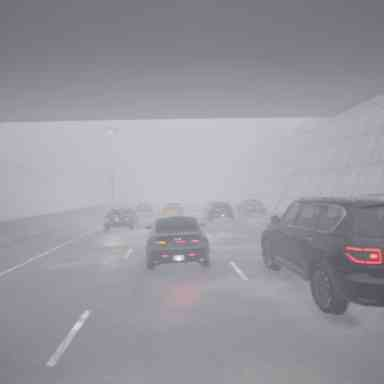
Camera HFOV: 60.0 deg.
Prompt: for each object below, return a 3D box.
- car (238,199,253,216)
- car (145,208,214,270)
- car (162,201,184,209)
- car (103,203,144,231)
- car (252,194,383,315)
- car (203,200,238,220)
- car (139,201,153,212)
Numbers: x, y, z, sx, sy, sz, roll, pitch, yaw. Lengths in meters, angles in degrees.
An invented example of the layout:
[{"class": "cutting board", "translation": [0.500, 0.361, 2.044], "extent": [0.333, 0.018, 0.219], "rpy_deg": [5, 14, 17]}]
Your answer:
[{"class": "car", "translation": [5.301, 1.335, 30.088], "extent": [2.033, 1.411, 5.357], "rpy_deg": [-2, 0, -4]}, {"class": "car", "translation": [-0.517, 1.530, 11.334], "extent": [1.837, 1.490, 4.892], "rpy_deg": [-2, 0, -4]}, {"class": "car", "translation": [-1.690, 1.560, 29.773], "extent": [1.882, 1.535, 5.008], "rpy_deg": [-2, 0, -4]}, {"class": "car", "translation": [-4.743, 1.756, 22.696], "extent": [2.033, 1.411, 5.357], "rpy_deg": [-2, 0, -4]}, {"class": "car", "translation": [3.218, 1.087, 7.481], "extent": [2.150, 2.045, 5.566], "rpy_deg": [-2, 0, -4]}, {"class": "car", "translation": [2.044, 1.428, 26.191], "extent": [1.837, 1.490, 4.892], "rpy_deg": [-2, 0, -4]}, {"class": "car", "translation": [-5.941, 1.830, 41.562], "extent": [1.994, 1.385, 4.181], "rpy_deg": [-2, 0, -4]}]
